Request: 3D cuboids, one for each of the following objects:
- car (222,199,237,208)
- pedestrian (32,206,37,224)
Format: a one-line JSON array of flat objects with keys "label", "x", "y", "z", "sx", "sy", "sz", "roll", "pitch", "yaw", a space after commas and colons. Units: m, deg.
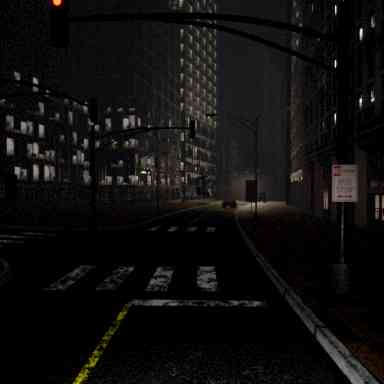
[{"label": "car", "x": 5.689, "y": 1.738, "z": 49.655, "sx": 1.895, "sy": 1.301, "sz": 4.718, "roll": 0, "pitch": 0, "yaw": 12}, {"label": "pedestrian", "x": -9.391, "y": 1.345, "z": 19.892, "sx": 0.500, "sy": 1.100, "sz": 0.500, "roll": 0, "pitch": 0, "yaw": 17}]
